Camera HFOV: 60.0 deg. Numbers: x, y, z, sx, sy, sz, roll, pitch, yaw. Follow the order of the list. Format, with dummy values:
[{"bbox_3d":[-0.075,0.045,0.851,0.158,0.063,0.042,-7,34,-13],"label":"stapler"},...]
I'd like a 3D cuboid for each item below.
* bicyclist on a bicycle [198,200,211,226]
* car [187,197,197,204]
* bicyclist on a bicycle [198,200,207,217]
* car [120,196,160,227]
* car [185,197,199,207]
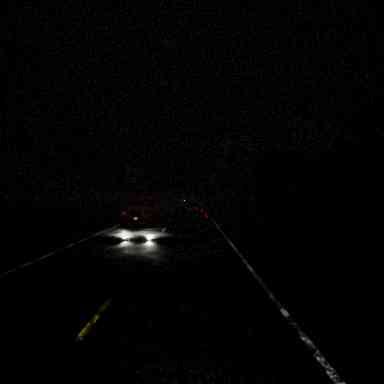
[{"bbox_3d":[0.993,1.555,23.562,0.866,1.612,1.509,0,0,0],"label":"bicyclist on a bicycle"},{"bbox_3d":[0.042,1.910,73.554,2.033,1.411,5.357,0,0,0],"label":"car"},{"bbox_3d":[0.999,1.603,32.983,0.866,1.612,1.509,0,0,0],"label":"bicyclist on a bicycle"},{"bbox_3d":[-3.585,1.342,23.949,2.150,2.045,5.566,0,0,0],"label":"car"},{"bbox_3d":[0.132,1.812,56.873,1.812,1.442,4.674,0,0,0],"label":"car"}]
